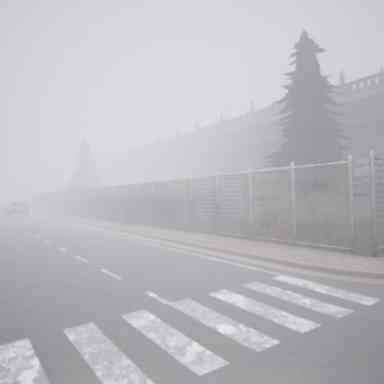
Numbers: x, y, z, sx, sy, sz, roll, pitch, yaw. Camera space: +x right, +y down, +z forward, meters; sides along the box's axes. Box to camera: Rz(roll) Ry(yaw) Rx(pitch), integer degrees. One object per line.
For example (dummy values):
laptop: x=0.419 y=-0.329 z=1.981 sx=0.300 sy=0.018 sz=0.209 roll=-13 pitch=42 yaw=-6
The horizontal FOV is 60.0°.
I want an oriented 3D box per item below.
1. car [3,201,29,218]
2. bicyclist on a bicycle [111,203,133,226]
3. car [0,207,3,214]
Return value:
car: x=-21.702 y=2.104 z=41.348 sx=2.150 sy=2.045 sz=5.566 roll=-1 pitch=0 yaw=-34
bicyclist on a bicycle: x=-4.969 y=1.570 z=23.487 sx=1.656 sy=1.620 sz=0.582 roll=-2 pitch=0 yaw=-34
car: x=-27.661 y=2.645 z=50.194 sx=1.812 sy=1.442 sz=4.674 roll=-1 pitch=0 yaw=-34
